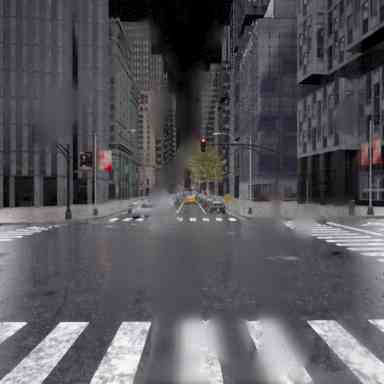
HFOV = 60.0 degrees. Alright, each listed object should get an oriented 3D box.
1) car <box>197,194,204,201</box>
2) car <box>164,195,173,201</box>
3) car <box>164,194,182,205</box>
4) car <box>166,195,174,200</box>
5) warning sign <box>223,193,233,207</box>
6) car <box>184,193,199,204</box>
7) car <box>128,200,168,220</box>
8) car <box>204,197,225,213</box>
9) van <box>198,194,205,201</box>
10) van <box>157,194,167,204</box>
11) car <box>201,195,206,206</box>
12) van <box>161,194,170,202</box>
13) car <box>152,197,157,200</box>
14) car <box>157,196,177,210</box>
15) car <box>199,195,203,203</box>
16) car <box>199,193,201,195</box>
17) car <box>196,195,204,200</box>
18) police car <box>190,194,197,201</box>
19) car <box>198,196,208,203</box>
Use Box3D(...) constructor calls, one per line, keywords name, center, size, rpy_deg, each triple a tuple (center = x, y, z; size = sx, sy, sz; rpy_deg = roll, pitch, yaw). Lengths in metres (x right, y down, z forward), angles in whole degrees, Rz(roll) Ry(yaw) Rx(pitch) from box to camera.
Box3D(name="car", center=(2.506, 1.565, 62.535), size=(2.008, 1.369, 4.403), rpy_deg=(0, 0, 0))
Box3D(name="car", center=(-6.180, 1.585, 88.323), size=(2.008, 1.369, 4.403), rpy_deg=(0, 0, 0))
Box3D(name="car", center=(-3.309, 1.505, 58.184), size=(2.128, 1.511, 4.902), rpy_deg=(0, 0, 0))
Box3D(name="car", center=(-6.213, 1.621, 93.735), size=(1.802, 1.307, 4.206), rpy_deg=(0, 0, 0))
Box3D(name="warning sign", center=(4.921, 1.122, 45.420), size=(1.300, 1.860, 1.060), rpy_deg=(0, 0, 0))
Box3D(name="car", center=(-0.166, 1.493, 64.359), size=(1.882, 1.535, 5.008), rpy_deg=(0, 0, -1))
Box3D(name="car", center=(-3.617, 1.603, 28.215), size=(1.895, 1.301, 4.718), rpy_deg=(0, 0, 6))
Box3D(name="car", center=(2.670, 1.555, 36.330), size=(2.008, 1.369, 4.403), rpy_deg=(0, 0, 0))
Box3D(name="van", center=(2.374, 1.371, 83.691), size=(1.690, 1.788, 3.998), rpy_deg=(0, 0, 0))
Box3D(name="van", center=(-6.045, 1.358, 66.670), size=(1.690, 1.788, 3.998), rpy_deg=(0, 0, 0))
Box3D(name="car", center=(2.602, 1.552, 47.219), size=(1.887, 1.381, 4.507), rpy_deg=(0, 0, 0))
Box3D(name="van", center=(-6.113, 1.366, 77.497), size=(1.690, 1.788, 3.998), rpy_deg=(0, 0, 0))
Box3D(name="car", center=(-5.886, 1.556, 41.272), size=(2.008, 1.369, 4.403), rpy_deg=(0, 0, 0))
Box3D(name="car", center=(-3.233, 1.531, 42.327), size=(1.812, 1.442, 4.674), rpy_deg=(0, 0, -1))
Box3D(name="car", center=(2.568, 1.560, 52.663), size=(2.008, 1.369, 4.403), rpy_deg=(0, 0, 0))
Box3D(name="car", center=(2.472, 1.543, 67.994), size=(1.752, 1.417, 4.829), rpy_deg=(0, 0, 0))
Box3D(name="car", center=(2.308, 1.590, 94.268), size=(2.008, 1.369, 4.403), rpy_deg=(0, 0, 0))
Box3D(name="police car", center=(0.471, 1.461, 90.505), size=(1.930, 1.638, 5.238), rpy_deg=(0, 0, 0))
Box3D(name="car", center=(2.440, 1.587, 73.113), size=(1.947, 1.339, 4.313), rpy_deg=(0, 0, 0))
